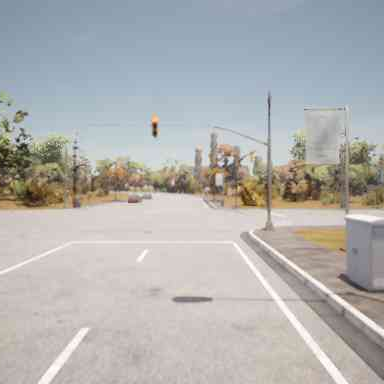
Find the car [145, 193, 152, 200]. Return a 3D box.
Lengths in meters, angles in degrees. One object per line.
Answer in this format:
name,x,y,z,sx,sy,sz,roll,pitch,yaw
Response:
car,-10.183,1.014,76.113,2.033,1.411,5.357,0,1,0

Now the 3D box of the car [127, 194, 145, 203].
car,-10.284,1.204,59.811,1.882,1.535,5.008,0,1,1
